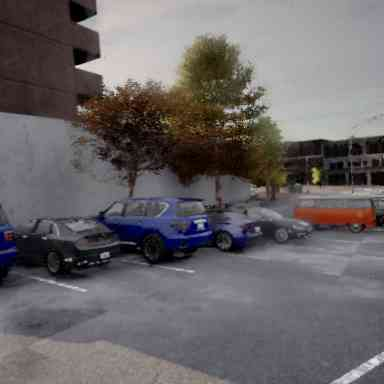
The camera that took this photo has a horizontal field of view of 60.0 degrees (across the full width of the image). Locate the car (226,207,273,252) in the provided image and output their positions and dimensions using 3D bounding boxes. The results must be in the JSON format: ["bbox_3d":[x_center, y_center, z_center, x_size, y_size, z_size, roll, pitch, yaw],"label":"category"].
[{"bbox_3d":[0.584,1.492,13.896,4.792,1.488,2.163,-1,0,35],"label":"car"}]

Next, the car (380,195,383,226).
[{"bbox_3d":[10.567,1.280,20.630,4.553,1.767,2.185,-1,0,36],"label":"car"}]

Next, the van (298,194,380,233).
[{"bbox_3d":[7.956,1.196,19.034,4.442,1.987,1.878,-1,0,36],"label":"van"}]

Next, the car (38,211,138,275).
[{"bbox_3d":[-4.343,1.491,10.439,4.892,1.521,2.231,-1,0,35],"label":"car"}]

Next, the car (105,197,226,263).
[{"bbox_3d":[-1.900,1.225,12.184,5.566,2.045,2.435,-1,0,35],"label":"car"}]

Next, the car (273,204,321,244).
[{"bbox_3d":[3.083,1.449,15.593,4.892,1.521,2.231,-1,-1,36],"label":"car"}]

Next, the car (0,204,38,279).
[{"bbox_3d":[-6.826,1.253,8.726,5.566,2.045,2.435,-1,0,35],"label":"car"}]
